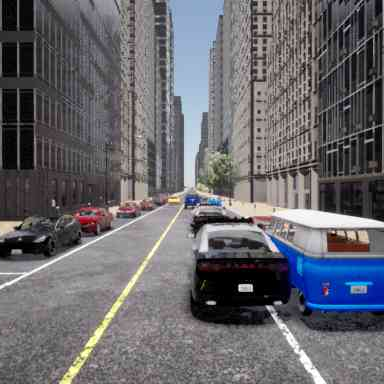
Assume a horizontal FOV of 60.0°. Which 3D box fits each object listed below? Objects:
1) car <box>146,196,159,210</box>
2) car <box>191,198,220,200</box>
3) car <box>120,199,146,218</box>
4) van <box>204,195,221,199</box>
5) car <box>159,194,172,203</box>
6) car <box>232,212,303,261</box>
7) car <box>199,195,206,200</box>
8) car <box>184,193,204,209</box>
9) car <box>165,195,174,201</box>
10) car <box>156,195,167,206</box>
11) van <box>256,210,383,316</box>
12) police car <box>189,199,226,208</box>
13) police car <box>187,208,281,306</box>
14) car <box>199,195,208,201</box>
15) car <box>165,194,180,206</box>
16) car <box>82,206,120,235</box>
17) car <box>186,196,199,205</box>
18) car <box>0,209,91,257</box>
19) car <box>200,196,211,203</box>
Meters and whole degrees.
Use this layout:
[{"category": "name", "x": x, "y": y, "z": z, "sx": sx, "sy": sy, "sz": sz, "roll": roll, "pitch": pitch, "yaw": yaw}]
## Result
[{"category": "car", "x": -5.612, "y": 1.569, "z": 41.434, "sx": 1.802, "sy": 1.307, "sz": 4.206, "roll": 0, "pitch": 0, "yaw": 0}, {"category": "car", "x": 0.948, "y": 1.452, "z": 24.313, "sx": 1.801, "sy": 1.575, "sz": 5.366, "roll": 0, "pitch": 0, "yaw": 0}, {"category": "car", "x": -5.634, "y": 1.576, "z": 30.040, "sx": 1.802, "sy": 1.307, "sz": 4.206, "roll": 0, "pitch": 0, "yaw": 0}, {"category": "van", "x": 2.768, "y": 1.329, "z": 41.416, "sx": 1.690, "sy": 1.788, "sz": 3.998, "roll": 0, "pitch": 0, "yaw": 0}, {"category": "car", "x": -5.556, "y": 1.274, "z": 69.918, "sx": 2.192, "sy": 1.841, "sz": 5.009, "roll": 0, "pitch": 0, "yaw": 0}, {"category": "car", "x": 2.713, "y": 1.580, "z": 12.931, "sx": 1.802, "sy": 1.307, "sz": 4.206, "roll": 0, "pitch": 0, "yaw": 0}, {"category": "car", "x": 2.870, "y": 1.476, "z": 92.690, "sx": 2.008, "sy": 1.369, "sz": 4.403, "roll": 0, "pitch": 0, "yaw": 0}, {"category": "car", "x": 0.093, "y": 1.206, "z": 44.894, "sx": 2.150, "sy": 2.045, "sz": 5.566, "roll": 0, "pitch": 0, "yaw": 0}, {"category": "car", "x": -5.533, "y": 1.526, "z": 81.313, "sx": 1.802, "sy": 1.307, "sz": 4.206, "roll": 0, "pitch": 0, "yaw": 0}, {"category": "car", "x": -5.589, "y": 1.544, "z": 52.827, "sx": 1.947, "sy": 1.339, "sz": 4.313, "roll": 0, "pitch": 0, "yaw": 0}, {"category": "van", "x": 2.701, "y": 1.340, "z": 7.235, "sx": 1.690, "sy": 1.788, "sz": 3.998, "roll": 0, "pitch": 0, "yaw": 0}, {"category": "police car", "x": 0.936, "y": 1.423, "z": 18.233, "sx": 1.930, "sy": 1.638, "sz": 5.238, "roll": 0, "pitch": 0, "yaw": 0}, {"category": "police car", "x": 0.917, "y": 1.424, "z": 8.233, "sx": 1.930, "sy": 1.638, "sz": 5.238, "roll": 0, "pitch": 0, "yaw": 0}, {"category": "car", "x": 2.847, "y": 1.495, "z": 81.296, "sx": 2.008, "sy": 1.369, "sz": 4.403, "roll": 0, "pitch": 0, "yaw": 0}, {"category": "car", "x": -2.894, "y": 1.454, "z": 54.151, "sx": 1.882, "sy": 1.535, "sz": 5.008, "roll": 0, "pitch": 0, "yaw": 0}, {"category": "car", "x": -5.656, "y": 1.542, "z": 18.645, "sx": 1.887, "sy": 1.381, "sz": 4.507, "roll": 0, "pitch": 0, "yaw": 0}, {"category": "car", "x": 0.117, "y": 1.463, "z": 59.168, "sx": 2.128, "sy": 1.511, "sz": 4.902, "roll": 0, "pitch": 0, "yaw": 0}, {"category": "car", "x": -5.668, "y": 1.564, "z": 12.948, "sx": 1.947, "sy": 1.339, "sz": 4.313, "roll": 0, "pitch": 0, "yaw": 0}, {"category": "car", "x": 2.825, "y": 1.510, "z": 69.901, "sx": 2.008, "sy": 1.369, "sz": 4.403, "roll": 0, "pitch": 0, "yaw": 0}]
